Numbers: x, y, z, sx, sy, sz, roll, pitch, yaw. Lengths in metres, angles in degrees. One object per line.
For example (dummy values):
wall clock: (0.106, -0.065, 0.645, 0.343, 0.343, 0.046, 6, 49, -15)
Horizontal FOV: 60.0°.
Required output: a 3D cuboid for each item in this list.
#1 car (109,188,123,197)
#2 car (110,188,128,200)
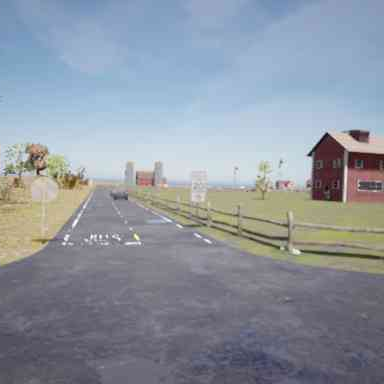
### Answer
car: (-13.021, 0.068, 56.869, 2.033, 1.411, 5.357, 2, 1, -16)
car: (-10.114, 0.287, 46.962, 2.128, 1.511, 4.902, 2, 1, -16)
